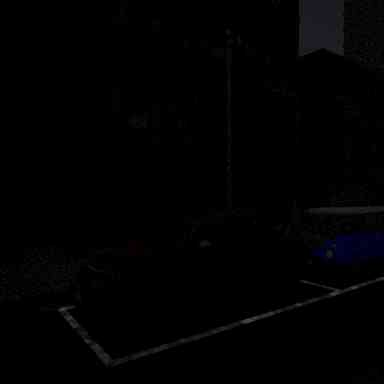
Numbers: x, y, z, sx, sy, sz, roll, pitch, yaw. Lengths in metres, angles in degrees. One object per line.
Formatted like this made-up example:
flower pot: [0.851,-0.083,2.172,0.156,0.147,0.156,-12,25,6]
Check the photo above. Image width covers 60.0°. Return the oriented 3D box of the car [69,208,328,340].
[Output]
car: [0.253,1.314,6.715,5.009,1.841,2.192,0,0,-35]

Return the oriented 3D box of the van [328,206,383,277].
van: [4.732,1.339,9.909,3.998,1.788,1.690,0,0,-36]
